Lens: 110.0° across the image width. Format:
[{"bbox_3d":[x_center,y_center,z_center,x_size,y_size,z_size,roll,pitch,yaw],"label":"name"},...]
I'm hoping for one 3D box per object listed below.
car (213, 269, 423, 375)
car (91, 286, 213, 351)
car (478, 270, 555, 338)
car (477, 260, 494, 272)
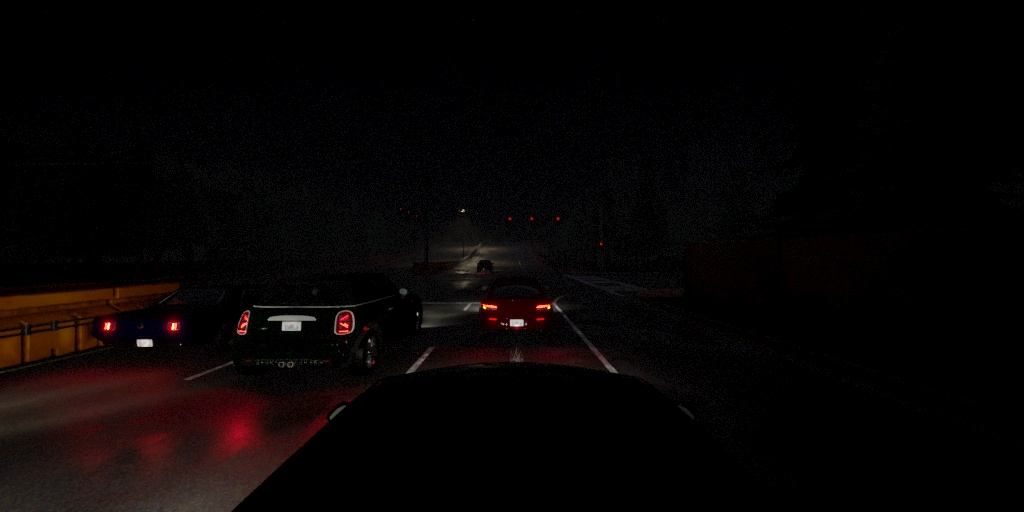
[{"bbox_3d":[-3.396,1.102,7.647,2.097,1.767,4.553,0,0,0],"label":"car"},{"bbox_3d":[-6.897,1.351,8.963,1.895,1.301,4.718,0,0,0],"label":"car"},{"bbox_3d":[0.103,1.276,10.035,1.812,1.442,4.674,0,0,0],"label":"car"},{"bbox_3d":[-3.383,1.254,45.472,1.837,1.490,4.892,0,0,0],"label":"car"}]
